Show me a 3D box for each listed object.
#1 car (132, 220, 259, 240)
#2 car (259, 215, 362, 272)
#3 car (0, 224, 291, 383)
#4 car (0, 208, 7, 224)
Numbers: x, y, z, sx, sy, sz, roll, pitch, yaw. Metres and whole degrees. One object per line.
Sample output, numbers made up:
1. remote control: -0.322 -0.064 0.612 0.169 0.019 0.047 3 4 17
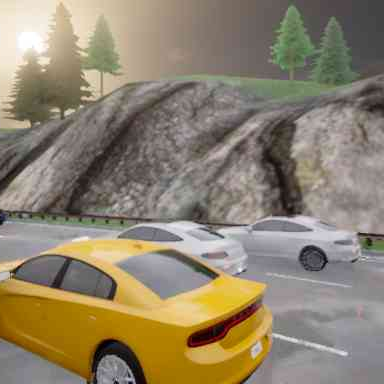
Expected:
1. car: -0.886 1.445 8.600 4.674 1.442 1.812 1 1 33
2. car: 2.696 1.447 10.440 4.674 1.442 1.812 1 1 34
3. car: -1.396 1.428 4.786 5.008 1.535 1.882 1 1 34
4. car: -12.950 1.287 19.640 4.674 1.442 1.812 1 0 27
